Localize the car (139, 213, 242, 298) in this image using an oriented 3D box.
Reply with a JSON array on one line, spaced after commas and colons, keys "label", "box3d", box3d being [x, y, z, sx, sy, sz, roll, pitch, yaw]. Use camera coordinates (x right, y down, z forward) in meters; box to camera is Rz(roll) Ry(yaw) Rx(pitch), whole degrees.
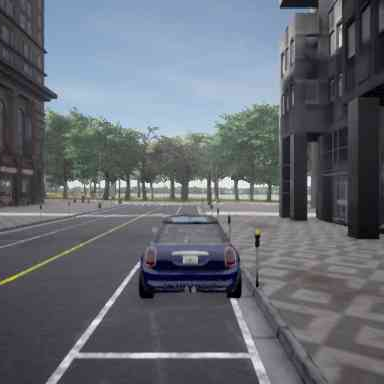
[{"label": "car", "box3d": [-0.032, 1.343, 8.620, 2.097, 1.767, 4.553, 0, 0, 0]}]
